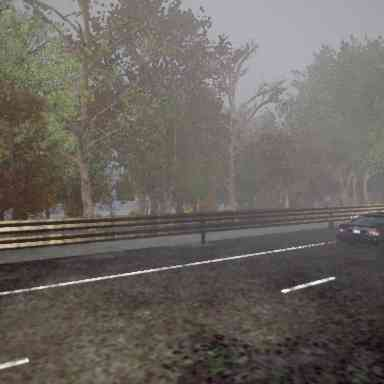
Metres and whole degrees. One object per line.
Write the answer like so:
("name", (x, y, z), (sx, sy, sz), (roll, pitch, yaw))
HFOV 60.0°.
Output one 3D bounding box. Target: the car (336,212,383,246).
("car", (8.323, 1.566, 14.198), (5.357, 1.411, 2.033), (0, 0, -36))
